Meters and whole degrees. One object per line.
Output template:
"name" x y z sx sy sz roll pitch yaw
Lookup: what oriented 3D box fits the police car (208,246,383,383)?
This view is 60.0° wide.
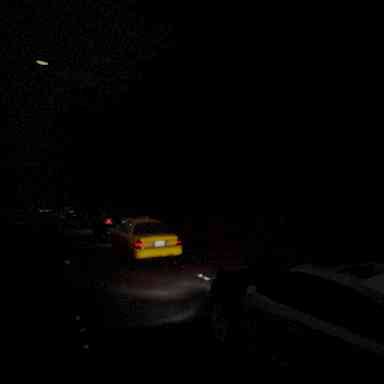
"police car" 1.825 1.499 4.062 1.930 1.638 5.238 0 -1 -22

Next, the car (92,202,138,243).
"car" -4.315 1.615 18.781 2.150 2.045 5.566 -1 -1 -23

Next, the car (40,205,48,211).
"car" -37.493 3.980 83.997 2.033 1.411 5.357 0 -2 -24

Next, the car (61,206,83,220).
"car" -13.754 2.426 38.594 2.128 1.511 4.902 0 -2 -23

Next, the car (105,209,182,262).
"car" -2.051 1.725 13.380 1.801 1.575 5.366 -1 0 -23
